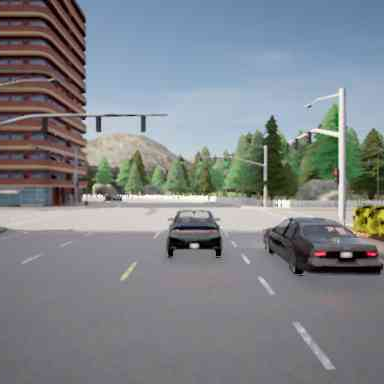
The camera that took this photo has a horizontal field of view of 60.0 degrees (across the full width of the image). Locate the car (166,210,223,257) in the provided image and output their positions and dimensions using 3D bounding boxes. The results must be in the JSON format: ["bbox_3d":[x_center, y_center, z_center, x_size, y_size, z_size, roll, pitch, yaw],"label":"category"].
[{"bbox_3d":[0.083,1.422,12.609,2.128,1.511,4.902,0,0,0],"label":"car"}]

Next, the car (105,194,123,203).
[{"bbox_3d":[-14.625,1.163,62.043,1.837,1.490,4.892,0,0,-37],"label":"car"}]

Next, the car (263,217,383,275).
[{"bbox_3d":[3.577,1.491,10.194,2.033,1.411,5.357,0,0,0],"label":"car"}]
